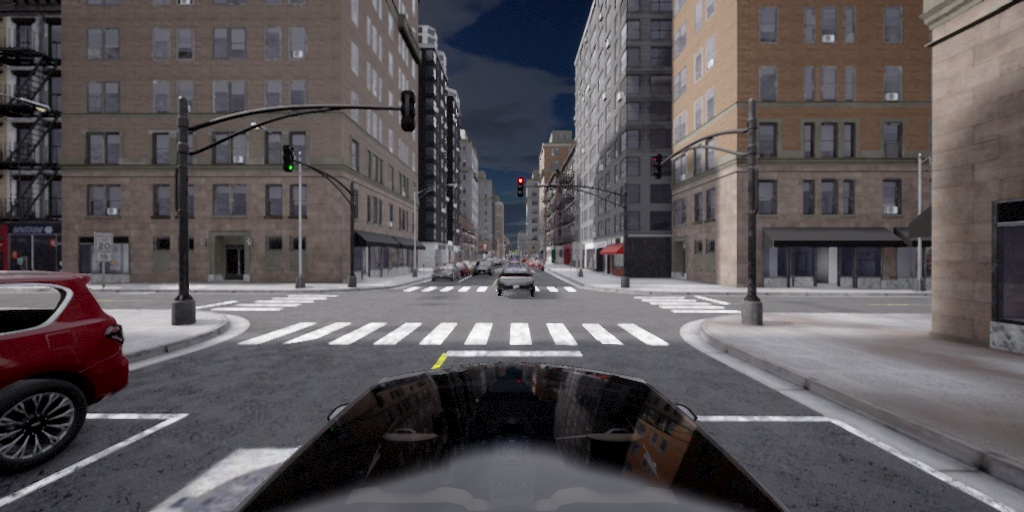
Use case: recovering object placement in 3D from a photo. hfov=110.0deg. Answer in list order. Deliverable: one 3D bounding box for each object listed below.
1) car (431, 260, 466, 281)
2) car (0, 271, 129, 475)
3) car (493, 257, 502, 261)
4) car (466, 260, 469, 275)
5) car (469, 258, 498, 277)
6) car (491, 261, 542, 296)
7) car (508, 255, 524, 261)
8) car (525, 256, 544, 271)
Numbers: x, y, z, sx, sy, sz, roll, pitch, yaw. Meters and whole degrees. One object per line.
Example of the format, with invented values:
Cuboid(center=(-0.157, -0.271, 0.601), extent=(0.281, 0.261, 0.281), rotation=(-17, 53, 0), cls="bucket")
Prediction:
Cuboid(center=(-5.199, 1.227, 28.475), extent=(2.007, 1.370, 4.403), rotation=(0, 0, 0), cls="car")
Cuboid(center=(-5.389, 1.064, 2.012), extent=(2.192, 1.841, 5.009), rotation=(0, 0, 0), cls="car")
Cuboid(center=(-2.402, 1.094, 57.768), extent=(1.837, 1.490, 4.892), rotation=(0, 0, 1), cls="car")
Cuboid(center=(-5.160, 1.206, 33.929), extent=(1.888, 1.381, 4.507), rotation=(0, 0, 0), cls="car")
Cuboid(center=(-2.624, 1.166, 33.666), extent=(1.837, 1.490, 4.892), rotation=(0, 0, 0), cls="car")
Cuboid(center=(0.216, 1.200, 19.018), extent=(2.128, 1.511, 4.902), rotation=(0, 0, 0), cls="car")
Cuboid(center=(0.442, 1.078, 57.736), extent=(2.128, 1.511, 4.902), rotation=(0, 0, 1), cls="car")
Cuboid(center=(2.942, 1.068, 44.772), extent=(1.967, 1.591, 4.097), rotation=(0, 0, 0), cls="car")
